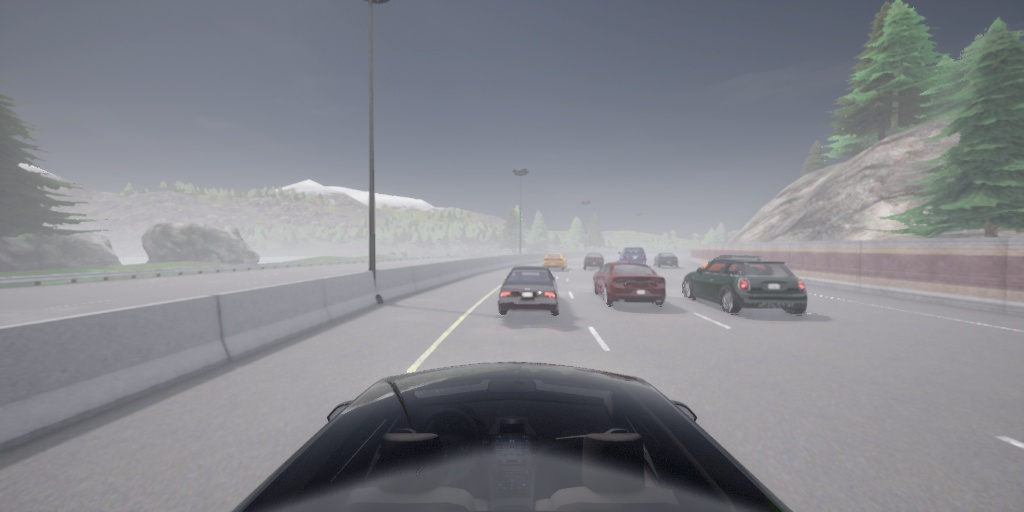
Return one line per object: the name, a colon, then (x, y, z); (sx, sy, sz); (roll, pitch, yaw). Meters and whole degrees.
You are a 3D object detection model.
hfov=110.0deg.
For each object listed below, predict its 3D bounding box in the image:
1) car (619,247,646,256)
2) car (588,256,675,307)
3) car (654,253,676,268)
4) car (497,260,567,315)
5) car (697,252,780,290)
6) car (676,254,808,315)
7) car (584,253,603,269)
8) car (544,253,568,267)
car: (11.340, 0.203, 33.758); (2.150, 2.045, 5.566); (0, 1, 14)
car: (4.329, 0.937, 13.843); (1.882, 1.535, 5.008); (0, 1, 5)
car: (15.924, 0.382, 37.200); (1.882, 1.535, 5.008); (0, 1, 16)
car: (0.635, 1.040, 12.262); (2.033, 1.411, 5.357); (0, 1, 5)
car: (12.091, 0.682, 19.590); (2.097, 1.767, 4.553); (0, 1, 8)
car: (7.723, 0.851, 12.434); (2.097, 1.767, 4.553); (0, 1, 5)
car: (8.005, 0.431, 34.736); (1.882, 1.535, 5.008); (0, 1, 14)
car: (4.087, 0.456, 33.473); (1.882, 1.535, 5.008); (0, 1, 13)
